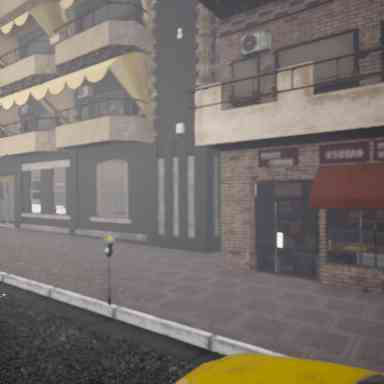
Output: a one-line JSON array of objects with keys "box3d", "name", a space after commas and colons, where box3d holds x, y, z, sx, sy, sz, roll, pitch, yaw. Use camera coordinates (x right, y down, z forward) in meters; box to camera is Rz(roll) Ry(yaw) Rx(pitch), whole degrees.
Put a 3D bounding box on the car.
[{"box3d": [1.761, 1.528, 1.477, 4.829, 1.417, 1.752, 0, -1, 36], "name": "car"}]
